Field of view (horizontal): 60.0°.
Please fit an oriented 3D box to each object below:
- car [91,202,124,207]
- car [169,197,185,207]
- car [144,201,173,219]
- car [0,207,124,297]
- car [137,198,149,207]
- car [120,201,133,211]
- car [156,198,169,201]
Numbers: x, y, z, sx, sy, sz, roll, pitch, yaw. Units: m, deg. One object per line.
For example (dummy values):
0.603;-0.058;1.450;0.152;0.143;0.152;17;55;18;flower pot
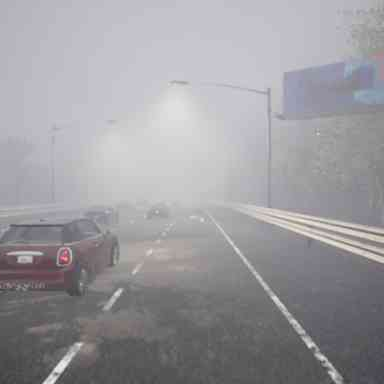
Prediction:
-6.837;1.759;25.367;1.837;1.490;4.892;0;-1;0;car
-3.066;2.205;68.496;1.882;1.535;5.008;0;-1;0;car
-3.283;1.891;33.376;1.994;1.385;4.181;0;-1;0;car
-3.442;1.443;9.024;2.097;1.767;4.553;0;-1;0;car
-10.066;2.088;68.577;2.097;1.767;4.553;0;-1;0;car
-10.177;2.049;50.652;1.812;1.442;4.674;0;-1;0;car
-6.566;2.224;68.567;2.128;1.511;4.902;0;-1;0;car
